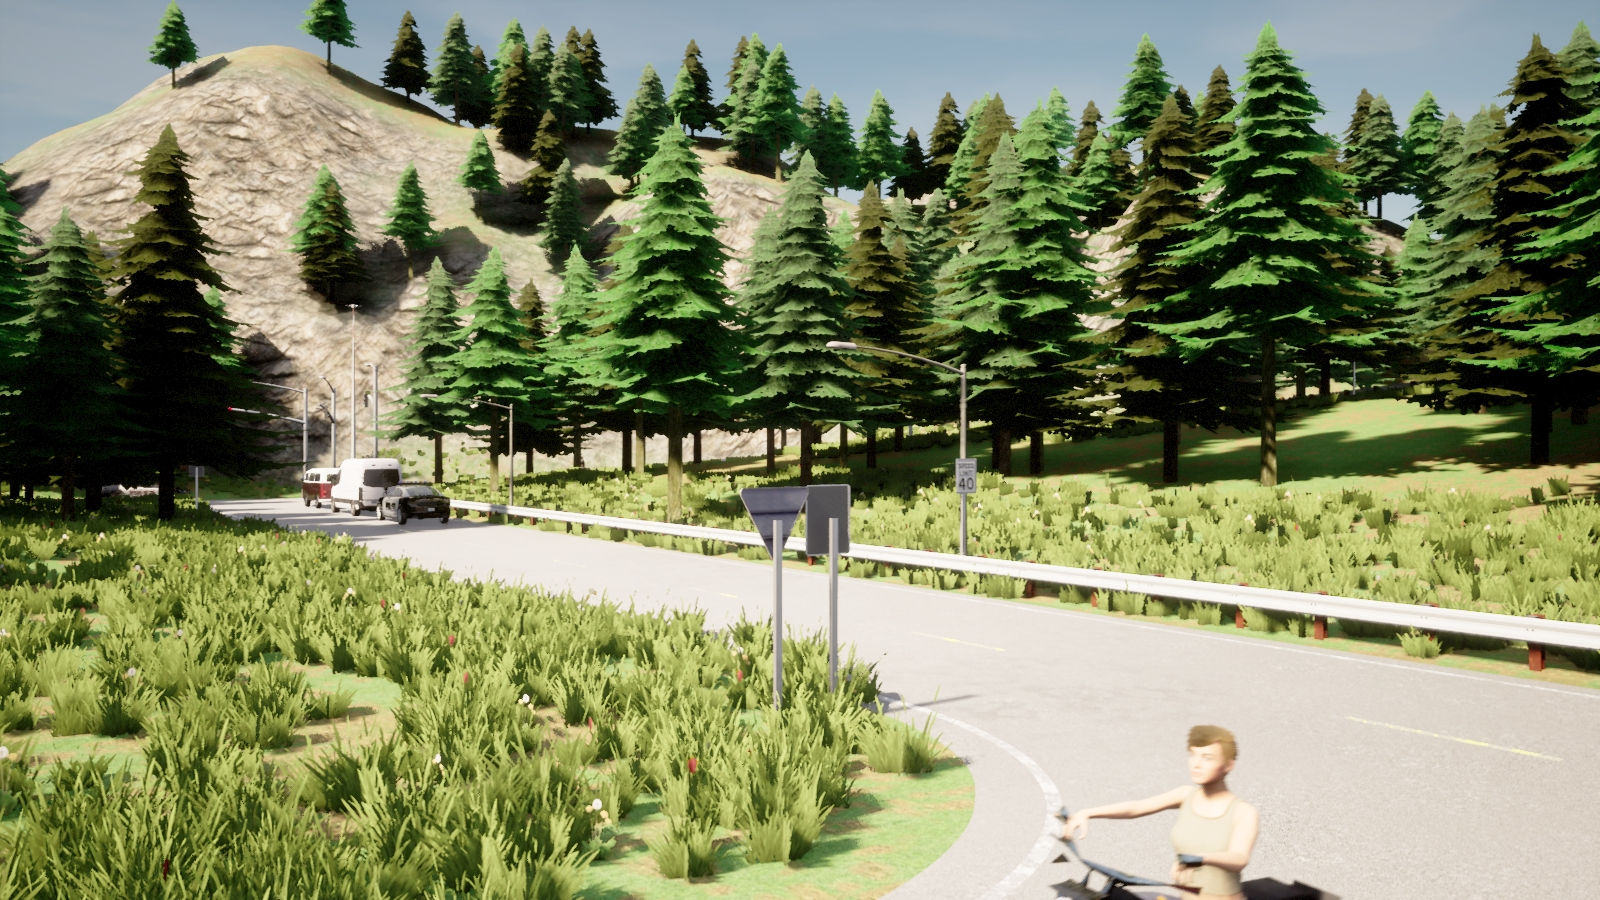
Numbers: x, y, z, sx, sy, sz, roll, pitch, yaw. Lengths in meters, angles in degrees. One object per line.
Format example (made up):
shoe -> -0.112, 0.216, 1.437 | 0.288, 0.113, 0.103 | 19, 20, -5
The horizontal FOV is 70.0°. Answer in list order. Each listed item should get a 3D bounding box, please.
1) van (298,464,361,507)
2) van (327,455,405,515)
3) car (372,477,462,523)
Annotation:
van -> -24.158, 1.786, 58.569 | 2.069, 2.038, 4.480 | 0, 0, -35
van -> -20.094, 1.537, 52.753 | 1.988, 2.561, 5.915 | 0, 0, -35
car -> -15.739, 1.985, 46.747 | 2.097, 1.638, 5.238 | 0, 0, -35
